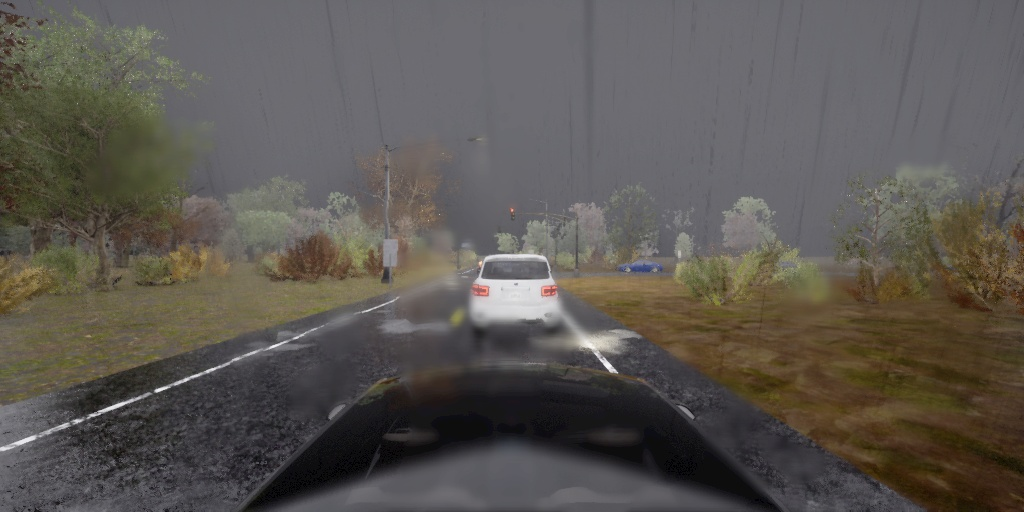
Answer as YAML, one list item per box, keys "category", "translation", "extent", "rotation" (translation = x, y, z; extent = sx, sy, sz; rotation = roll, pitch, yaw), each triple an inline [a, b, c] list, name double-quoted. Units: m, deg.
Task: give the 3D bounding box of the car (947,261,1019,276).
- category: "car"
  translation: [49.073, 1.279, 37.107]
  extent: [4.902, 1.511, 2.128]
  rotation: [0, 0, 5]

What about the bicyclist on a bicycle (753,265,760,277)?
- category: "bicyclist on a bicycle"
  translation: [24.018, 1.223, 35.229]
  extent: [0.582, 1.620, 1.656]
  rotation: [0, 0, 1]

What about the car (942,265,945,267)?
- category: "car"
  translation: [50.971, 1.264, 40.053]
  extent: [5.008, 1.535, 1.882]
  rotation: [0, 0, 5]

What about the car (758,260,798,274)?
- category: "car"
  translation: [30.232, 1.261, 41.352]
  extent: [4.902, 1.511, 2.128]
  rotation: [0, 0, 2]

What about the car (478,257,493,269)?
- category: "car"
  translation: [-4.205, 1.104, 57.563]
  extent: [2.097, 1.767, 4.553]
  rotation: [0, 0, -2]

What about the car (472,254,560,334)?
- category: "car"
  translation: [0.088, 0.971, 10.744]
  extent: [2.150, 2.045, 5.566]
  rotation: [0, 0, 0]

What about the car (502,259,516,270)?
- category: "car"
  translation: [-0.464, 1.277, 54.246]
  extent: [1.812, 1.442, 4.674]
  rotation: [0, 0, -5]

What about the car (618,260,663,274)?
- category: "car"
  translation: [14.856, 1.238, 41.707]
  extent: [5.008, 1.535, 1.882]
  rotation: [0, 0, 1]
